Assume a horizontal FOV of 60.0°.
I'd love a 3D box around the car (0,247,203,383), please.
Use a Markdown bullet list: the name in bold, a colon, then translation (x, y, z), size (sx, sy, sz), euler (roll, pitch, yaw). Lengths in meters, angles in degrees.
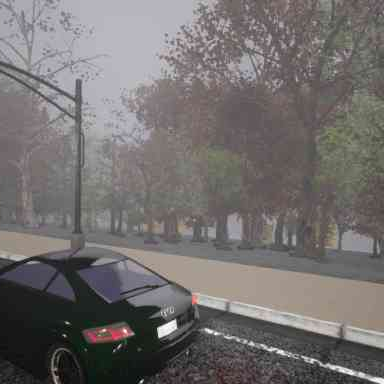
- **car**: translation (-1.915, 1.563, 5.055), size (4.181, 1.385, 1.994), euler (0, 0, 36)
